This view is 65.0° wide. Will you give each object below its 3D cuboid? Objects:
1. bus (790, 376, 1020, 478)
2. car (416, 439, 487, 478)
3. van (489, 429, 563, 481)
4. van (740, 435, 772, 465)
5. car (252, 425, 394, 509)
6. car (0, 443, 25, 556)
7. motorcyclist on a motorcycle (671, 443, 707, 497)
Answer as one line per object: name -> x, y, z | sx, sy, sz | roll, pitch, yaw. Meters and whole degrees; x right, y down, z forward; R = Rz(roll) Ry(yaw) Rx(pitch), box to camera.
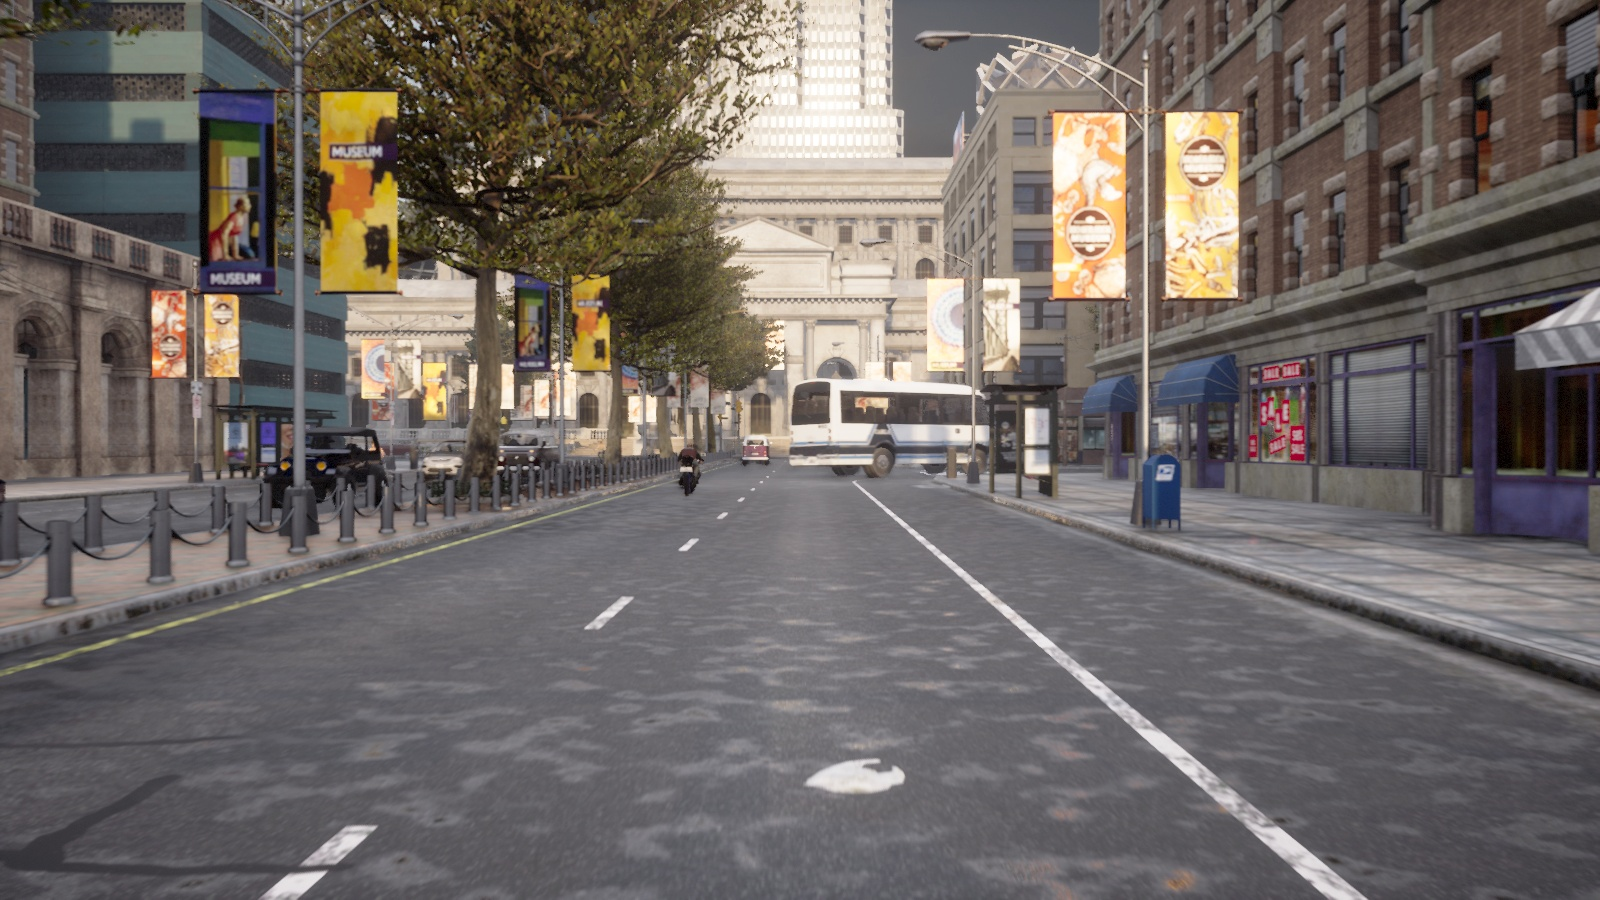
bus -> 4.891, -0.947, 56.981 | 10.273, 4.253, 3.944 | 0, -1, -36
car -> -14.684, 0.334, 53.079 | 1.851, 1.617, 3.988 | 0, 0, 0
van -> -11.192, 0.170, 51.615 | 2.069, 2.038, 4.480 | 0, 0, 0
van -> -2.995, -0.019, 86.332 | 2.069, 2.038, 4.480 | 0, 0, 0
car -> -11.314, 0.364, 30.087 | 1.905, 1.878, 3.866 | 0, 0, 0
car -> -11.401, 0.667, 14.895 | 1.816, 1.474, 4.193 | 0, 1, 0
motorcyclist on a motorcycle -> -3.273, 0.569, 37.287 | 0.866, 1.530, 2.191 | 0, 0, 0
